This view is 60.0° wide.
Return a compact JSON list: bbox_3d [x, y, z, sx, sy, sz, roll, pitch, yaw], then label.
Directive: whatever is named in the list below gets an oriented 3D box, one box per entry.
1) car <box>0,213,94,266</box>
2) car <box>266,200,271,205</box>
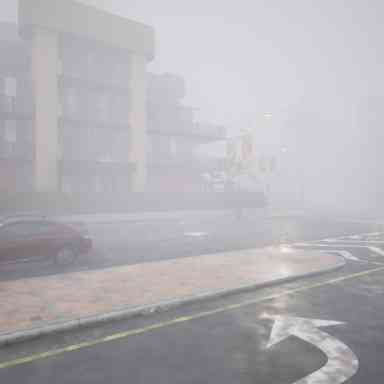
[{"bbox_3d":[-5.365,1.526,10.000,4.674,1.442,1.812,0,0,-34],"label":"car"},{"bbox_3d":[10.668,1.491,54.275,2.128,1.511,4.902,0,0,-34],"label":"car"}]
